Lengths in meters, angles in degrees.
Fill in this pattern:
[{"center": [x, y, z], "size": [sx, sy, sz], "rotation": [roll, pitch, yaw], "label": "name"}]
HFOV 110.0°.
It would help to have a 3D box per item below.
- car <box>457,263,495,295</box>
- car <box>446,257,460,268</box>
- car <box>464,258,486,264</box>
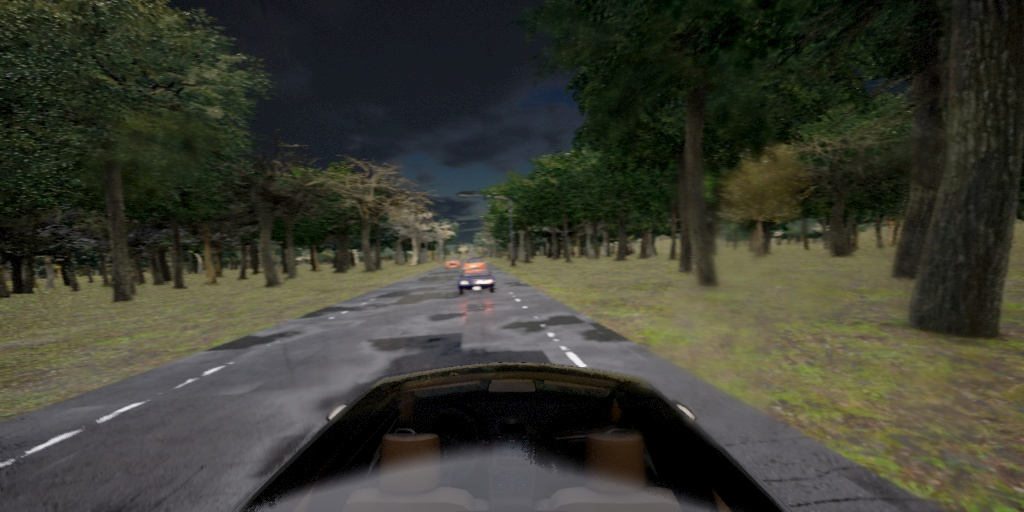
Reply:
[{"center": [-1.968, 1.297, 19.883], "size": [1.895, 1.301, 4.718], "rotation": [-3, 1, -6], "label": "car"}, {"center": [-9.751, 1.065, 59.523], "size": [2.097, 1.767, 4.553], "rotation": [-3, 1, -6], "label": "car"}, {"center": [-3.672, 0.981, 35.914], "size": [2.097, 1.767, 4.553], "rotation": [-3, 0, -6], "label": "car"}]
